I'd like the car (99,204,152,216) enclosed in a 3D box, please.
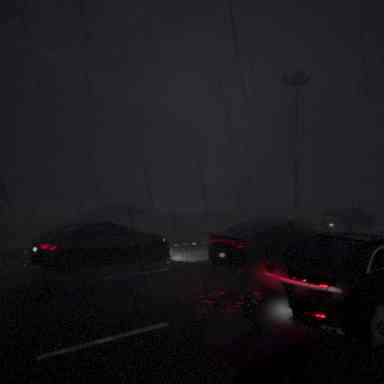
[{"bbox_3d":[-4.836,1.648,22.489,4.181,1.385,1.994,1,0,-39],"label":"car"}]

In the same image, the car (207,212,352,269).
[{"bbox_3d":[2.747,1.551,10.387,5.008,1.535,1.882,1,0,-38],"label":"car"}]

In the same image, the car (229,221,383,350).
[{"bbox_3d":[3.268,1.547,6.361,4.902,1.511,2.128,1,0,-38],"label":"car"}]

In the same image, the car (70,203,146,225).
[{"bbox_3d":[-6.368,1.638,25.698,5.357,1.411,2.033,1,0,-39],"label":"car"}]

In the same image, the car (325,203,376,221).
[{"bbox_3d":[9.950,1.686,21.048,4.892,1.490,1.837,1,0,-42],"label":"car"}]

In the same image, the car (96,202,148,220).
[{"bbox_3d":[-6.340,1.679,30.303,4.181,1.385,1.994,1,0,-40],"label":"car"}]

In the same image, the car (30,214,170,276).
[{"bbox_3d":[-2.791,1.598,10.534,4.181,1.385,1.994,1,0,-37],"label":"car"}]
